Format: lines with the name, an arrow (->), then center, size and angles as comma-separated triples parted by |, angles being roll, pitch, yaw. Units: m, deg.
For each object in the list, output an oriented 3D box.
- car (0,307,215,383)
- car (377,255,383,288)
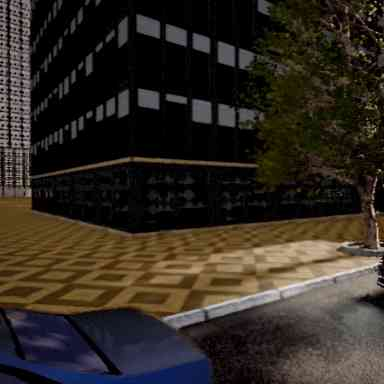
car -> -2.265, 1.547, 1.759 | 5.357, 1.411, 2.033 | 0, 0, -36
car -> 6.235, 1.504, 7.816 | 4.892, 1.490, 1.837 | 0, 0, -36
